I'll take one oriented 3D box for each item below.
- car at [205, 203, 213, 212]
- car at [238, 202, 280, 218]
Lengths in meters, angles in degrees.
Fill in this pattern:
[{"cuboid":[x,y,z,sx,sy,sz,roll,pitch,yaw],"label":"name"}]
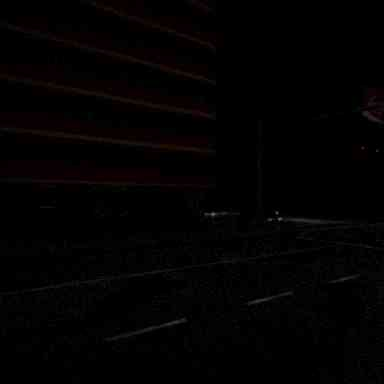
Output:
[{"cuboid":[0.695,1.779,42.814,1.882,1.535,5.008,1,0,-36],"label":"car"},{"cuboid":[6.830,1.792,34.323,2.128,1.511,4.902,1,0,-36],"label":"car"}]
